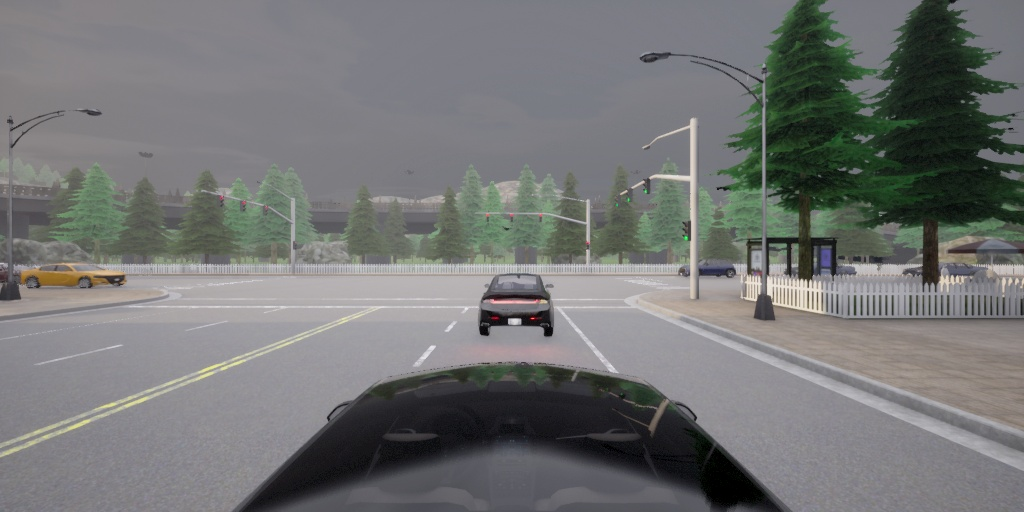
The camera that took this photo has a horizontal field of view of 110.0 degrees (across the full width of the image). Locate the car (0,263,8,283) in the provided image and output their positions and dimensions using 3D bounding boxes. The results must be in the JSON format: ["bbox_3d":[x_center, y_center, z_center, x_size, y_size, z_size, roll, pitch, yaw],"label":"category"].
[{"bbox_3d":[-35.352,1.219,25.235,4.674,1.442,1.812,0,0,-1],"label":"car"}]

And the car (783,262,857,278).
[{"bbox_3d":[27.670,1.241,32.255,5.357,1.411,2.033,0,0,1],"label":"car"}]

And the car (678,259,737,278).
[{"bbox_3d":[17.513,1.046,32.347,4.553,1.767,2.097,0,0,0],"label":"car"}]

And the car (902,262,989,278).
[{"bbox_3d":[38.061,1.241,31.508,5.357,1.411,2.033,0,0,10],"label":"car"}]

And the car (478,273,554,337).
[{"bbox_3d":[0.180,1.241,10.352,2.128,1.511,4.902,0,0,3],"label":"car"}]

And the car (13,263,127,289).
[{"bbox_3d":[-26.542,1.172,21.825,5.008,1.535,1.882,0,0,0],"label":"car"}]
